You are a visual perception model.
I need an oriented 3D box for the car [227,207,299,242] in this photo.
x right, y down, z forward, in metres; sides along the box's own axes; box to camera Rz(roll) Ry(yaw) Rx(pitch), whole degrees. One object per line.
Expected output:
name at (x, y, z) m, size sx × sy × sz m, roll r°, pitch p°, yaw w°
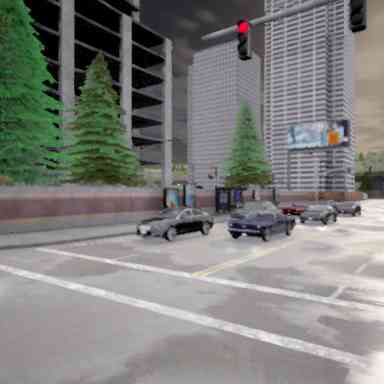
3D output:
car at (3.683, 1.673, 17.176) m, size 1.895 × 1.301 × 4.718 m, roll 0°, pitch 0°, yaw 36°

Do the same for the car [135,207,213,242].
car at (-0.762, 1.548, 17.028) m, size 2.128 × 1.511 × 4.902 m, roll 0°, pitch 0°, yaw 36°

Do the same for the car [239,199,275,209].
car at (4.654, 1.438, 24.427) m, size 2.097 × 1.767 × 4.553 m, roll 0°, pitch 0°, yaw 36°

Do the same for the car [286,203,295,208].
car at (10.005, 1.716, 31.741) m, size 1.895 × 1.301 × 4.718 m, roll 0°, pitch 0°, yaw 36°

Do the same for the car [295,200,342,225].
car at (9.748, 1.631, 25.455) m, size 1.812 × 1.442 × 4.674 m, roll 0°, pitch 0°, yaw 36°

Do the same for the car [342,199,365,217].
car at (15.825, 1.643, 33.757) m, size 1.837 × 1.490 × 4.892 m, roll 0°, pitch 0°, yaw 36°
